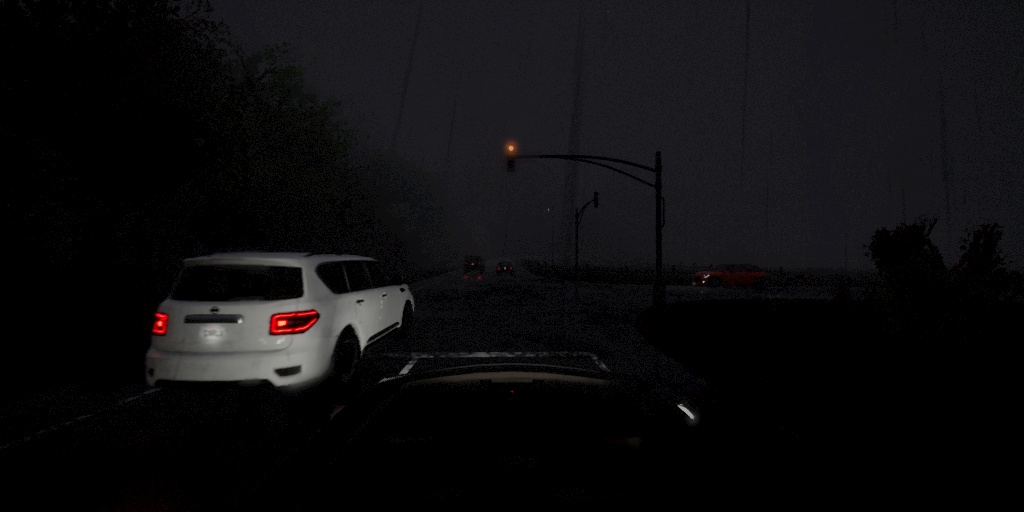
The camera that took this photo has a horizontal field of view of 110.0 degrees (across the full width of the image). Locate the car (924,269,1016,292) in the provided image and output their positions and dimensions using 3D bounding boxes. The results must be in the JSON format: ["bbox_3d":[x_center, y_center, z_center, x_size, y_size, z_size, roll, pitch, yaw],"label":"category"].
[{"bbox_3d":[31.352,1.630,24.709,5.008,1.535,1.882,1,-1,-1],"label":"car"}]

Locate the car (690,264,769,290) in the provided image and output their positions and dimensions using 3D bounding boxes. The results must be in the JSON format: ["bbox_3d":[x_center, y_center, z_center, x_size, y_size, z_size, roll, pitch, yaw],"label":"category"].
[{"bbox_3d":[14.758,1.326,24.520,4.553,1.767,2.097,1,-1,1],"label":"car"}]

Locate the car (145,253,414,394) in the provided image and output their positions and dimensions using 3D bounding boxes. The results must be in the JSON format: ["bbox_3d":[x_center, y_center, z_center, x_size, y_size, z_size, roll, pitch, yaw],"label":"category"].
[{"bbox_3d":[-3.523,0.973,6.835,2.150,2.045,5.566,0,0,-1],"label":"car"}]

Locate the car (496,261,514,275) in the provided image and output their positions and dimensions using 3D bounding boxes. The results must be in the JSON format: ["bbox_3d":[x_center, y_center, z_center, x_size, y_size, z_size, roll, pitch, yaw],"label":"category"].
[{"bbox_3d":[-0.789,1.302,39.365,2.033,1.411,5.357,0,0,-1],"label":"car"}]

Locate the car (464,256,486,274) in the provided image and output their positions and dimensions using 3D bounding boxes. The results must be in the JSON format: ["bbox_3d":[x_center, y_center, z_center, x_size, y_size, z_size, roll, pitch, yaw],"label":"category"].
[{"bbox_3d":[-4.349,0.976,41.936,2.150,2.045,5.566,0,0,-1],"label":"car"}]
